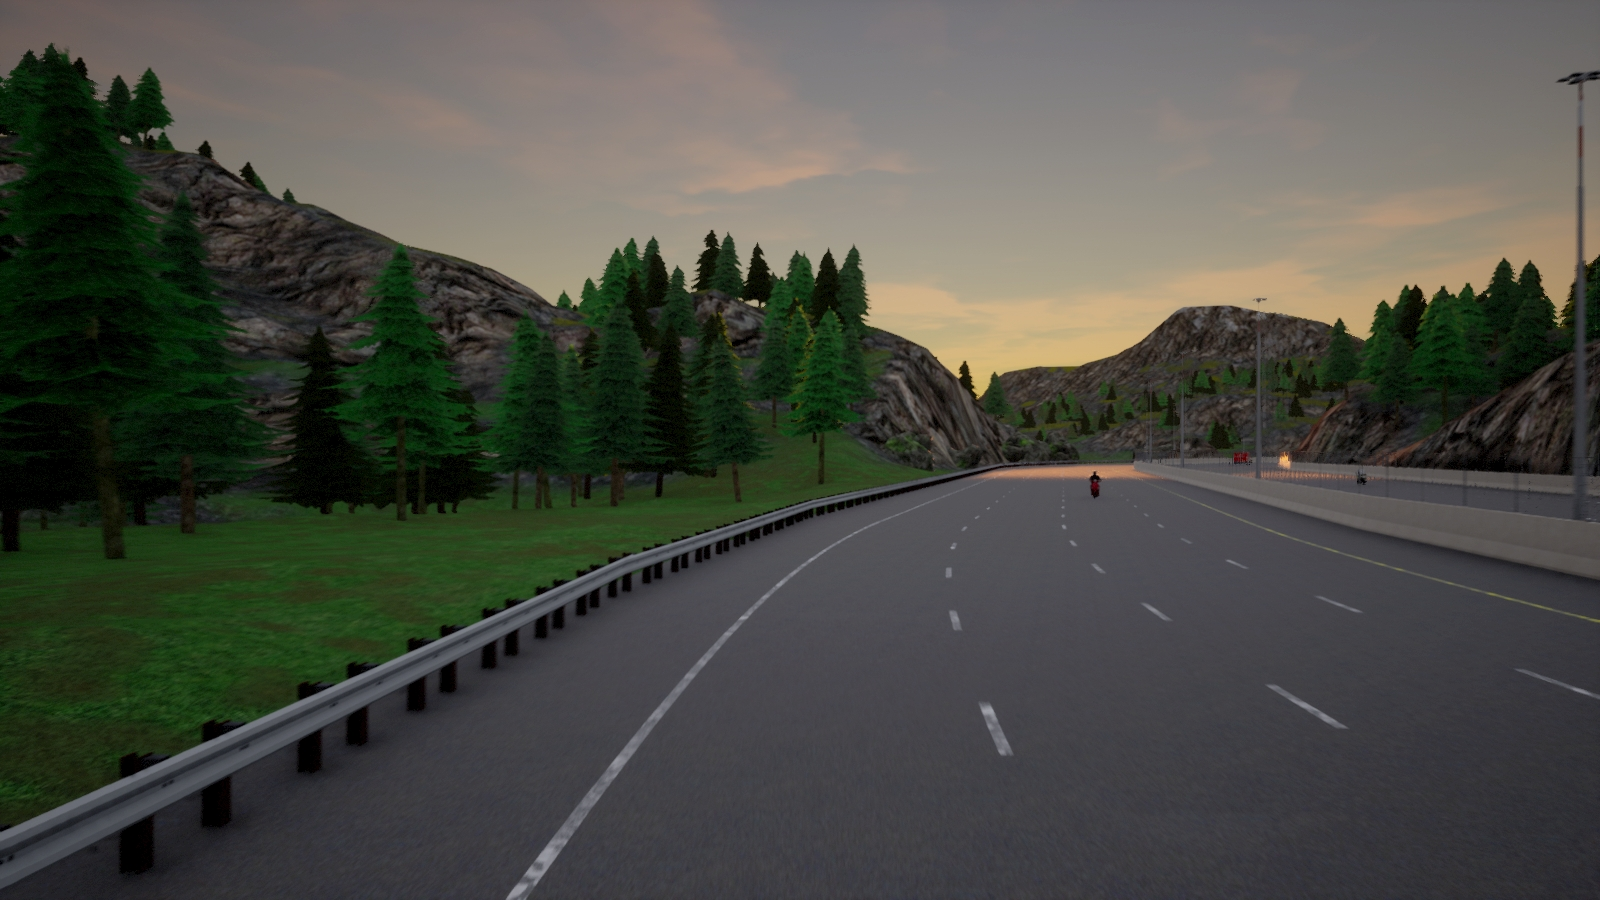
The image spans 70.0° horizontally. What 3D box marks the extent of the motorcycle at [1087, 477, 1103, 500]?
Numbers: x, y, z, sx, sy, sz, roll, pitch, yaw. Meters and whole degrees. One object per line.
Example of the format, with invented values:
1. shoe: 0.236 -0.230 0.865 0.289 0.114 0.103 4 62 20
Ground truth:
1. motorcycle: 16.958 2.196 65.682 0.856 1.236 1.805 0 0 13
